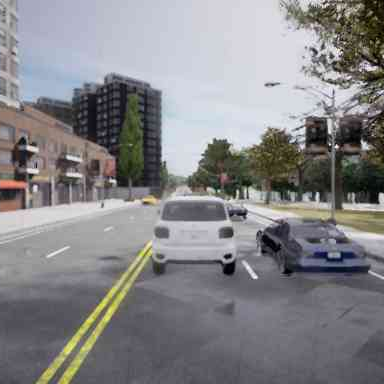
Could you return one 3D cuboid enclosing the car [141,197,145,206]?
[{"bbox_3d":[-6.574,1.307,50.985,1.882,1.535,5.008,0,0,0],"label":"car"}]

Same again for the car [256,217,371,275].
[{"bbox_3d":[3.298,1.487,10.181,2.033,1.411,5.357,0,0,1],"label":"car"}]

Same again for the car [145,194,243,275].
[{"bbox_3d":[0.056,1.153,10.435,2.150,2.045,5.566,0,-1,0],"label":"car"}]

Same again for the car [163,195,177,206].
[{"bbox_3d":[-3.324,1.307,50.984,1.882,1.535,5.008,0,0,0],"label":"car"}]

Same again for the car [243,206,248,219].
[{"bbox_3d":[3.317,1.470,27.520,1.895,1.301,4.718,0,0,0],"label":"car"}]
